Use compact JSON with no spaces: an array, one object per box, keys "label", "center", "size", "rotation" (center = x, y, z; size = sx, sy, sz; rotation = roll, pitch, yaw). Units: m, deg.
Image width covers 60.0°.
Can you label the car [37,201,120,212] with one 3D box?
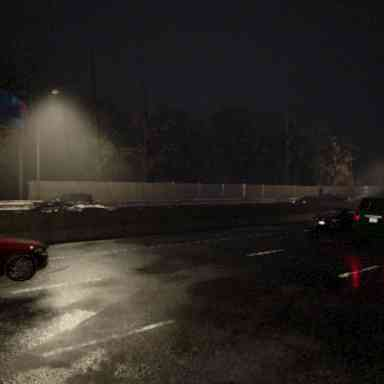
[{"label":"car","center":[-6.742,1.517,20.680],"size":[4.674,1.442,1.812],"rotation":[0,0,-35]}]

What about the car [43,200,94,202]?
[{"label":"car","center":[-7.741,1.537,24.269],"size":[5.357,1.411,2.033],"rotation":[0,0,-35]}]

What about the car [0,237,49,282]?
[{"label":"car","center":[-6.004,1.525,8.064],"size":[4.674,1.442,1.812],"rotation":[0,0,-36]}]

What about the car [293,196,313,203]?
[{"label":"car","center":[15.761,1.350,45.299],"size":[4.553,1.767,2.097],"rotation":[0,0,-35]}]

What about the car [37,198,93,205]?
[{"label":"car","center":[-9.638,1.494,27.211],"size":[4.892,1.490,1.837],"rotation":[0,0,-35]}]

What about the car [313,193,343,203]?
[{"label":"car","center":[18.180,1.351,42.715],"size":[4.553,1.767,2.097],"rotation":[0,0,-35]}]

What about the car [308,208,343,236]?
[{"label":"car","center":[8.302,1.550,18.268],"size":[4.181,1.385,1.994],"rotation":[0,0,-36]}]

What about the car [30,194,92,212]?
[{"label":"car","center":[-11.582,1.211,30.125],"size":[5.566,2.045,2.150],"rotation":[0,0,-35]}]

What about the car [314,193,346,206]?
[{"label":"car","center":[22.721,1.232,54.524],"size":[5.566,2.045,2.150],"rotation":[0,0,-35]}]

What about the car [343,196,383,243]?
[{"label":"car","center":[9.352,1.209,14.719],"size":[5.566,2.045,2.150],"rotation":[0,0,-36]}]
